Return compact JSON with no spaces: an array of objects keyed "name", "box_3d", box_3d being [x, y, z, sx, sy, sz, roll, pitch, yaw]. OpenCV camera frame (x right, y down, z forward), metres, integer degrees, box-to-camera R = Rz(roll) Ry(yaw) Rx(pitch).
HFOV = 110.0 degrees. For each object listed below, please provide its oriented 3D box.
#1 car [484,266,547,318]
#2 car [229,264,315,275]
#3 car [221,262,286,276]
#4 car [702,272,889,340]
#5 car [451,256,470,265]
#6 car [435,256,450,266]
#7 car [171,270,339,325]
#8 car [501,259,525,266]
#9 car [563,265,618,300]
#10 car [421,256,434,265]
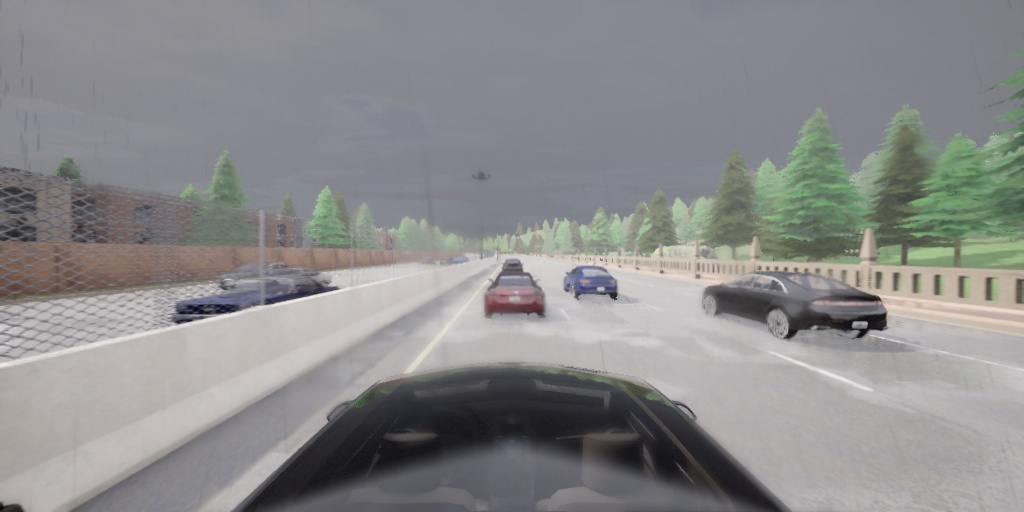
[{"name":"car","box_3d":[0.094,1.226,12.624,1.994,1.385,4.181,0,0,0]},{"name":"car","box_3d":[-10.609,1.231,17.109,1.895,1.301,4.718,0,0,0]},{"name":"car","box_3d":[-14.108,1.097,20.342,2.128,1.511,4.902,0,0,0]},{"name":"car","box_3d":[7.093,1.174,9.731,2.128,1.511,4.902,0,0,0]},{"name":"car","box_3d":[-7.102,0.834,50.930,1.882,1.535,5.008,0,0,0]},{"name":"car","box_3d":[-10.584,0.786,58.763,2.128,1.511,4.902,0,0,0]},{"name":"car","box_3d":[-7.105,1.282,10.624,1.895,1.301,4.718,0,0,0]},{"name":"car","box_3d":[0.078,1.008,32.349,1.837,1.490,4.892,0,0,0]},{"name":"car","box_3d":[3.576,1.153,16.741,1.812,1.442,4.674,0,0,0]},{"name":"car","box_3d":[-14.078,0.803,60.961,1.812,1.442,4.674,0,0,1]}]
